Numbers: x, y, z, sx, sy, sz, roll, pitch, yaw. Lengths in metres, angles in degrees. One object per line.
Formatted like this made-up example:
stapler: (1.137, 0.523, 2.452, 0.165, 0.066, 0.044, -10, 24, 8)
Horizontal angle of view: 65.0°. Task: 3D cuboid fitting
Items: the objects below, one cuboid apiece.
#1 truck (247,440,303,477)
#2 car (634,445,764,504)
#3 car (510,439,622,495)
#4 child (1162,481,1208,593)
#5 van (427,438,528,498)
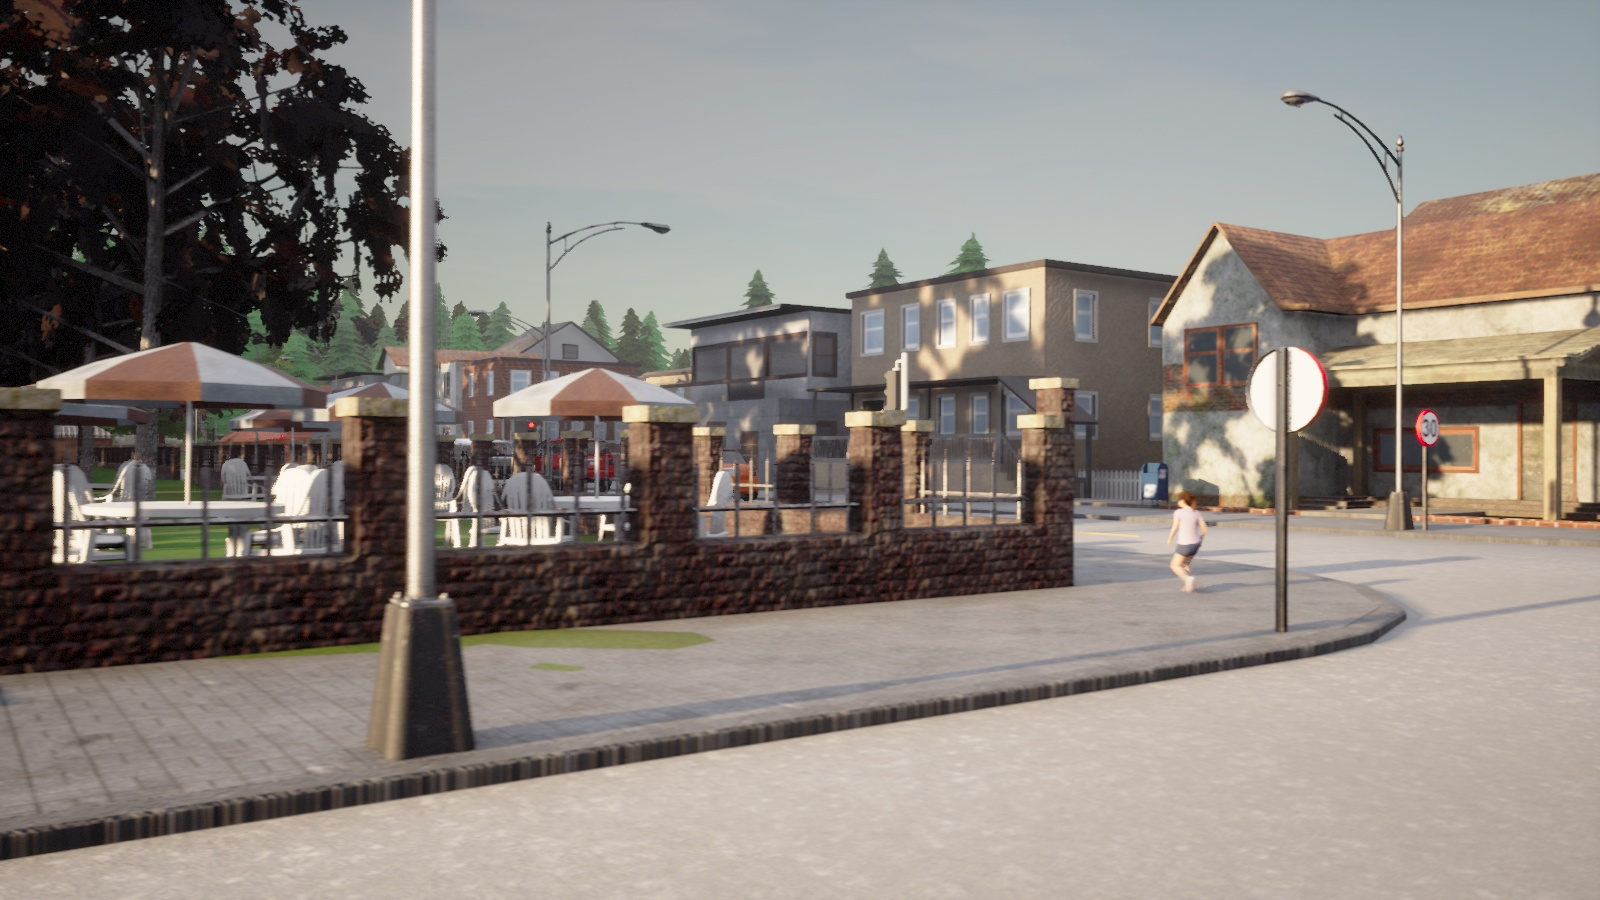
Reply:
truck: (-36.885, 0.584, 88.158, 2.627, 2.467, 5.204, 0, 0, -35)
car: (-3.281, 0.739, 39.984, 2.097, 1.767, 4.553, 0, 0, -35)
car: (-9.090, 0.632, 48.312, 2.150, 2.045, 5.566, 0, 0, -35)
child: (3.902, 0.873, 12.730, 0.255, 1.110, 0.394, 0, 0, -22)
van: (-11.592, 0.628, 44.906, 2.069, 2.038, 4.480, 0, 0, -35)
